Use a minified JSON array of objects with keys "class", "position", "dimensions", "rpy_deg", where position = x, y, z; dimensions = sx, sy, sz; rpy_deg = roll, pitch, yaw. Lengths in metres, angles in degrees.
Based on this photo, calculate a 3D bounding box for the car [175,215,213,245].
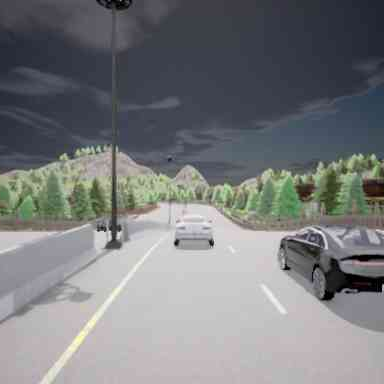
[{"class":"car","position":[0.096,1.913,17.398],"dimensions":[1.812,1.442,4.674],"rpy_deg":[0,-3,0]}]

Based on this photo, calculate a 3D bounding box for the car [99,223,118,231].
[{"class":"car","position":[-14.035,5.879,56.268],"dimensions":[1.895,1.301,4.718],"rpy_deg":[0,-6,0]}]

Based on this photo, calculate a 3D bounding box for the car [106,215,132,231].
[{"class":"car","position":[-7.097,3.448,35.113],"dimensions":[2.033,1.411,5.357],"rpy_deg":[0,-6,0]}]

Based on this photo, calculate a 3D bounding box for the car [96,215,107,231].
[{"class":"car","position":[-10.584,3.992,42.863],"dimensions":[2.150,2.045,5.566],"rpy_deg":[0,-7,0]}]

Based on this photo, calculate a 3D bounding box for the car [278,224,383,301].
[{"class":"car","position":[3.599,1.570,8.469],"dimensions":[2.128,1.511,4.902],"rpy_deg":[0,-1,0]}]

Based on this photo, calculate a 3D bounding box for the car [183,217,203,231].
[{"class":"car","position":[0.093,3.676,37.665],"dimensions":[2.128,1.511,4.902],"rpy_deg":[0,-6,0]}]
